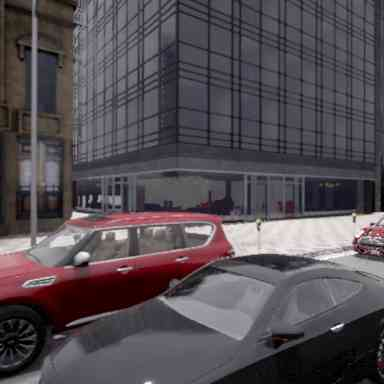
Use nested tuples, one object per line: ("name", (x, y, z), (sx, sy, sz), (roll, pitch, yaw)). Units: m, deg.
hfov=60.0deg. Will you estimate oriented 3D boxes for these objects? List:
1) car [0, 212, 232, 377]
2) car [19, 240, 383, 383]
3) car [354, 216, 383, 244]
("car", (-1.431, 1.324, 5.741), (5.009, 1.841, 2.192), (0, 0, -35))
("car", (0.746, 1.538, 3.907), (4.674, 1.442, 1.812), (0, 0, -35))
("car", (7.761, 1.503, 12.279), (4.097, 1.590, 1.967), (0, 0, -35))
